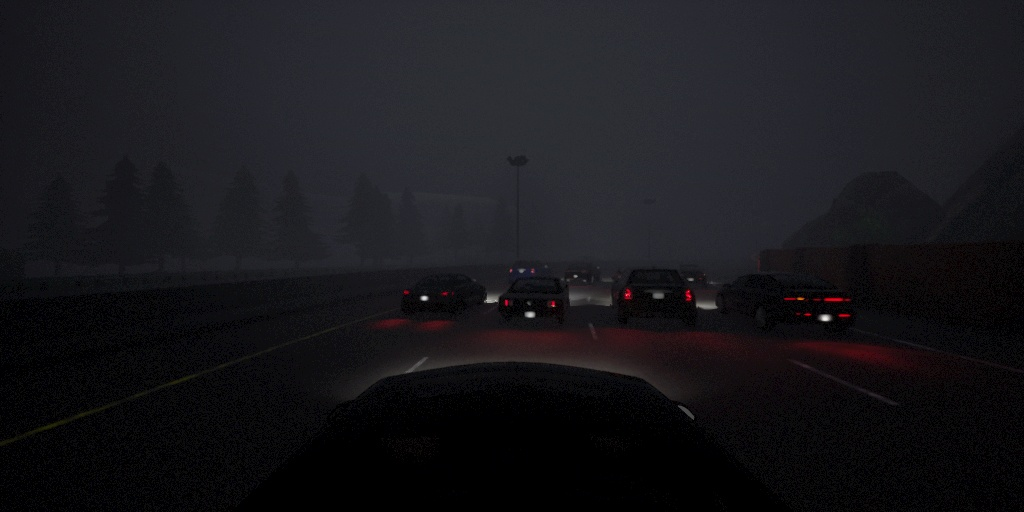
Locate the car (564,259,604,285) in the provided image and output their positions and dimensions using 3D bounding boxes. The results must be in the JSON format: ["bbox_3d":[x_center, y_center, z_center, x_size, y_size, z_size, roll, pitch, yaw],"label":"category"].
[{"bbox_3d":[5.290,1.198,26.443,1.882,1.535,5.008,0,0,24],"label":"car"}]

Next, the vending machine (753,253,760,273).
[{"bbox_3d":[25.415,0.903,36.286,1.100,2.100,0.880,0,0,42],"label":"vending machine"}]

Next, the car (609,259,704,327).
[{"bbox_3d":[4.460,1.092,11.858,2.097,1.767,4.553,0,0,13],"label":"car"}]

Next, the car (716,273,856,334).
[{"bbox_3d":[7.791,1.240,10.768,1.837,1.490,4.892,0,-1,11],"label":"car"}]

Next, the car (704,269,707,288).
[{"bbox_3d":[11.752,1.248,23.796,1.812,1.442,4.674,0,0,24],"label":"car"}]

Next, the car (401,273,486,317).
[{"bbox_3d":[-2.367,1.302,13.321,1.994,1.385,4.181,0,0,12],"label":"car"}]

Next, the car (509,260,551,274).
[{"bbox_3d":[1.464,1.073,26.376,2.097,1.767,4.553,0,0,23],"label":"car"}]

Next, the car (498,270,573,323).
[{"bbox_3d":[0.938,1.339,12.133,1.895,1.301,4.718,0,0,11],"label":"car"}]
